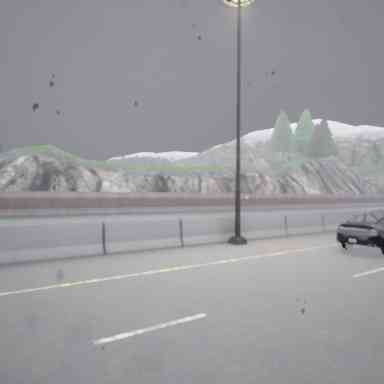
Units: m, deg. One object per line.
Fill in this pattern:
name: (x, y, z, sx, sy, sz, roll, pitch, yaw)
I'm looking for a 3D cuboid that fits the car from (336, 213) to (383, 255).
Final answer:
car: (7.997, 1.629, 13.856, 4.902, 1.511, 2.128, 1, 0, -35)
